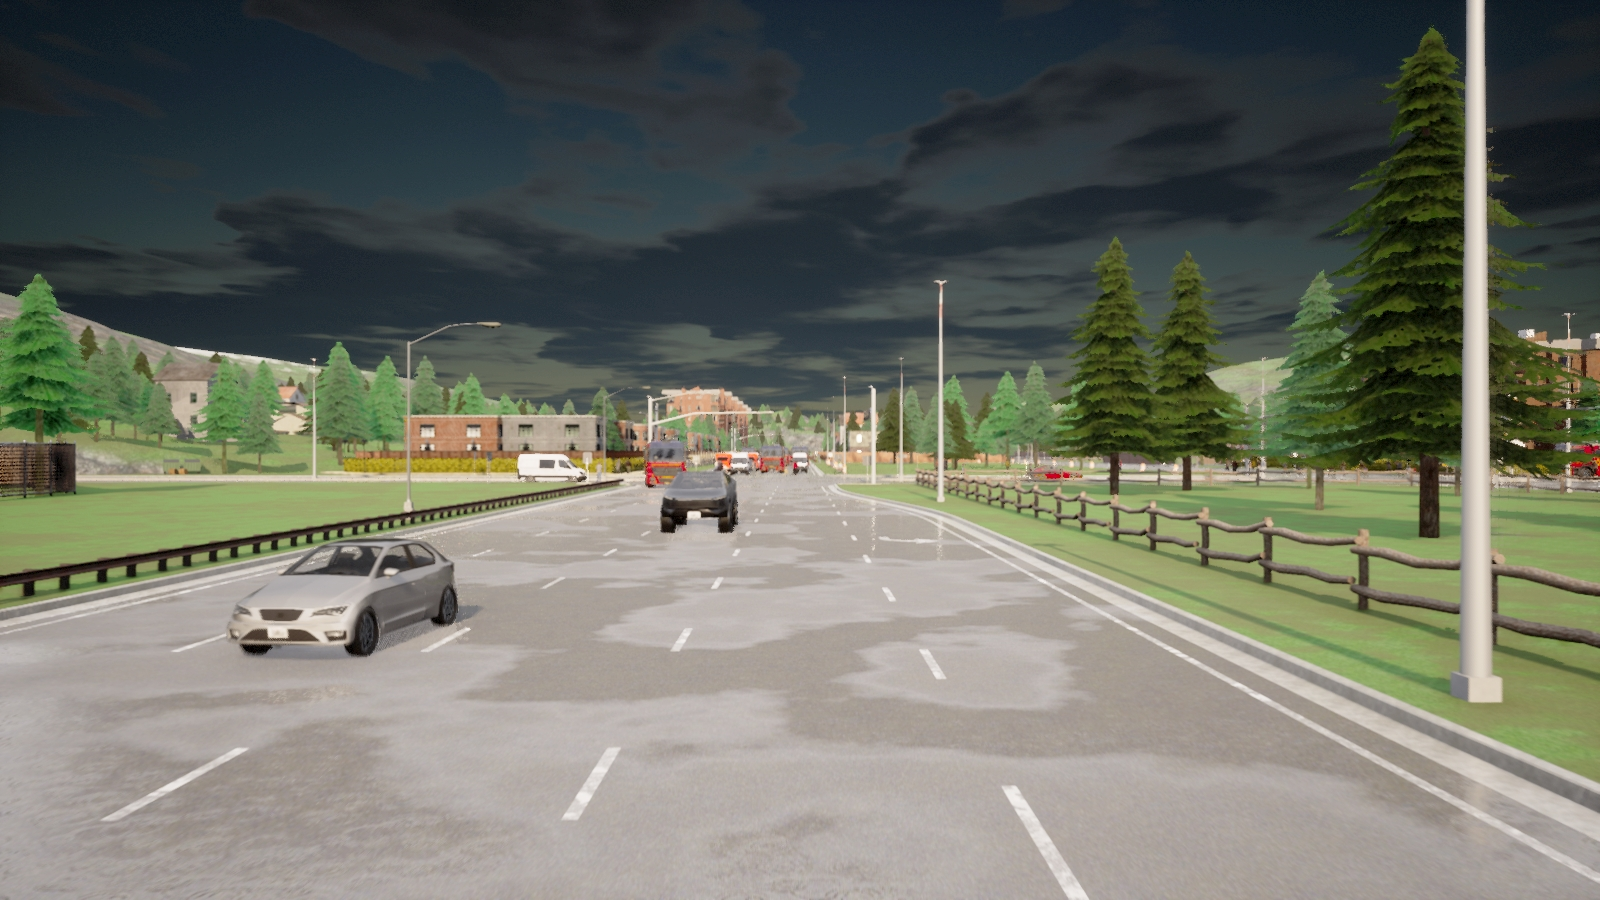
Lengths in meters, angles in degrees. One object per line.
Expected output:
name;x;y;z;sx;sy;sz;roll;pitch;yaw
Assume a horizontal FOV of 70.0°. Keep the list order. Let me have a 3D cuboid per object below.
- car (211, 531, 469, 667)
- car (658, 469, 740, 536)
car;-6.608;2.085;16.977;1.816;1.474;4.193;0;0;6
car;-3.508;1.797;40.919;2.390;2.098;6.274;0;0;0
